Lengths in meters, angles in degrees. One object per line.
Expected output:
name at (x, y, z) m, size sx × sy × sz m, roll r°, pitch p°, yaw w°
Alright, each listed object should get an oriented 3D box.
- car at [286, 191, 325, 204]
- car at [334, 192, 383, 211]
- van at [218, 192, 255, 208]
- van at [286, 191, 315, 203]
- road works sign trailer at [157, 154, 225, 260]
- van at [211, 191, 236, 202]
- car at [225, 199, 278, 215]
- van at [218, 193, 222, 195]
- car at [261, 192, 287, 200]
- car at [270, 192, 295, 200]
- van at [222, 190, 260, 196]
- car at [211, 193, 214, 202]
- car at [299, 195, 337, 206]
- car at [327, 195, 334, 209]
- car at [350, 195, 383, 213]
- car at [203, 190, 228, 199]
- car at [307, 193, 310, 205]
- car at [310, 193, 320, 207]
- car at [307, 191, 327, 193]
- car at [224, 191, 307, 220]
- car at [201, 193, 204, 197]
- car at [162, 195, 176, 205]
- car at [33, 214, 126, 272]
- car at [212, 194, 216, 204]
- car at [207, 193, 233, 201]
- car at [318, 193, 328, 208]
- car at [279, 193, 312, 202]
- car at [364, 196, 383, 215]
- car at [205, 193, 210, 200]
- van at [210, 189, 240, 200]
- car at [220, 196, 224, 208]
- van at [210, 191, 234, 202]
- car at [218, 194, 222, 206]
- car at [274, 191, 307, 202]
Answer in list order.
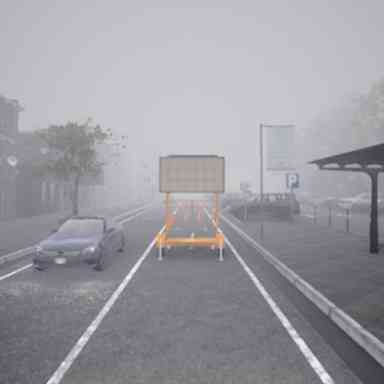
car at (18.619, 0.883, 54.740) m, size 5.566 × 2.045 × 2.435 m, roll 0°, pitch 1°, yaw 0°
car at (18.654, 1.059, 35.306) m, size 5.566 × 2.045 × 2.435 m, roll 0°, pitch 0°, yaw 0°
van at (5.684, 1.032, 42.869) m, size 4.442 × 1.987 × 1.878 m, roll 0°, pitch 0°, yaw 0°
van at (18.694, 0.870, 57.517) m, size 4.442 × 1.987 × 1.878 m, roll 0°, pitch 1°, yaw 0°
road works sign trailer at (0.005, 0.429, 12.261) m, size 2.380 × 3.560 × 2.880 m, roll 0°, pitch 0°, yaw 2°
van at (5.604, 0.839, 59.693) m, size 4.442 × 1.987 × 1.878 m, roll 0°, pitch 1°, yaw 0°
car at (5.623, 1.372, 31.656) m, size 4.674 × 1.452 × 2.002 m, roll 0°, pitch 0°, yaw 0°
van at (5.464, 1.054, 40.067) m, size 4.442 × 1.987 × 1.878 m, roll 0°, pitch 0°, yaw 0°
car at (18.313, 0.861, 74.170) m, size 5.366 × 1.575 × 1.946 m, roll 0°, pitch 1°, yaw 0°
car at (18.556, 0.816, 68.620) m, size 4.553 × 1.767 × 2.185 m, roll 0°, pitch 1°, yaw 0°
van at (5.724, 1.089, 34.458) m, size 4.442 × 1.987 × 1.878 m, roll 0°, pitch 0°, yaw 0°
car at (5.538, 1.247, 48.482) m, size 4.674 × 1.452 × 2.002 m, roll 0°, pitch 1°, yaw 0°
car at (18.646, 1.229, 49.192) m, size 4.792 × 1.488 × 2.163 m, roll 0°, pitch 1°, yaw 0°
car at (18.664, 1.294, 38.082) m, size 4.892 × 1.521 × 2.231 m, roll 0°, pitch 0°, yaw 0°
car at (18.702, 1.327, 32.532) m, size 5.008 × 1.535 × 2.097 m, roll 0°, pitch 0°, yaw 0°
car at (5.379, 0.579, 76.510) m, size 5.566 × 2.045 × 2.435 m, roll 0°, pitch 1°, yaw 0°
car at (18.601, 1.260, 46.409) m, size 4.792 × 1.488 × 2.163 m, roll 0°, pitch 1°, yaw 0°
car at (18.828, 1.249, 43.638) m, size 5.366 × 1.575 × 1.946 m, roll 0°, pitch 0°, yaw 0°
car at (18.576, 0.917, 51.964) m, size 5.566 × 2.045 × 2.435 m, roll 0°, pitch 1°, yaw 0°
car at (5.619, 1.115, 26.047) m, size 5.566 × 2.045 × 2.435 m, roll 0°, pitch 0°, yaw 0°
car at (5.392, 0.618, 73.707) m, size 5.566 × 2.045 × 2.435 m, roll 0°, pitch 1°, yaw 0°
car at (-3.512, 1.173, 50.793) m, size 1.837 × 1.490 × 4.892 m, roll 0°, pitch 1°, yaw 0°
car at (-3.387, 1.497, 10.869) m, size 1.812 × 1.442 × 4.674 m, roll 0°, pitch 0°, yaw 0°
car at (5.583, 1.265, 45.674) m, size 4.792 × 1.488 × 2.163 m, roll 0°, pitch 0°, yaw 0°
car at (5.454, 0.988, 65.302) m, size 4.892 × 1.521 × 2.231 m, roll 0°, pitch 1°, yaw 0°
car at (18.652, 1.274, 40.860) m, size 5.008 × 1.535 × 2.097 m, roll 0°, pitch 0°, yaw 0°
car at (18.750, 1.054, 60.295) m, size 5.366 × 1.575 × 1.946 m, roll 0°, pitch 1°, yaw 0°
car at (18.715, 1.344, 29.756) m, size 5.008 × 1.535 × 2.097 m, roll 0°, pitch 0°, yaw 0°
car at (5.473, 0.853, 56.889) m, size 5.566 × 2.045 × 2.435 m, roll 0°, pitch 1°, yaw 0°
van at (5.631, 0.917, 54.089) m, size 4.442 × 1.987 × 1.878 m, roll 0°, pitch 1°, yaw 0°
car at (5.449, 1.346, 28.851) m, size 5.366 × 1.575 × 1.946 m, roll 0°, pitch 0°, yaw 0°
van at (5.591, 0.800, 62.496) m, size 4.442 × 1.987 × 1.878 m, roll 0°, pitch 1°, yaw 0°
car at (5.589, 1.298, 37.262) m, size 5.008 × 1.535 × 2.097 m, roll 0°, pitch 0°, yaw 0°
car at (18.580, 0.767, 63.066) m, size 5.566 × 2.045 × 2.435 m, roll 0°, pitch 1°, yaw 0°
